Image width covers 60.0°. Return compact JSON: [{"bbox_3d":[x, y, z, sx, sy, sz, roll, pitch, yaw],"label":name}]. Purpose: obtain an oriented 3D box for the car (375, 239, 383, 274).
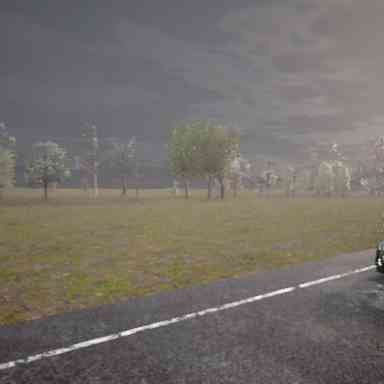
[{"bbox_3d":[6.899,1.316,8.910,4.553,1.767,2.097,0,0,-35],"label":"car"}]
